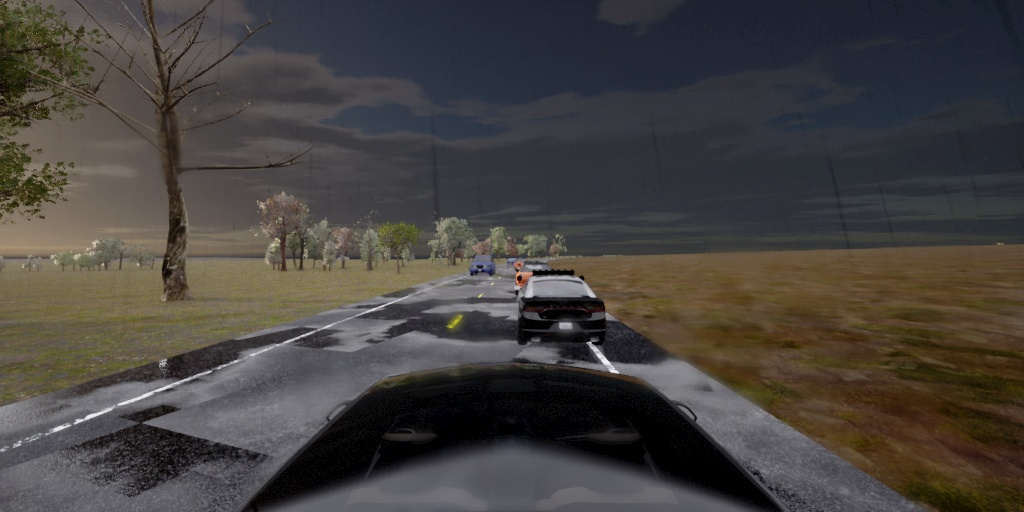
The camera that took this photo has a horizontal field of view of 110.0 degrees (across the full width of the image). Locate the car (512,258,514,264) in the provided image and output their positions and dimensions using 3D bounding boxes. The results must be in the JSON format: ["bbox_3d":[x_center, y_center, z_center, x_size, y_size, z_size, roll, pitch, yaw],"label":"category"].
[{"bbox_3d":[1.535,1.091,50.766,2.097,1.767,4.553,0,0,4],"label":"car"}]

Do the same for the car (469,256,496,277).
[{"bbox_3d":[-2.868,0.969,35.942,2.150,2.045,5.566,0,0,2],"label":"car"}]

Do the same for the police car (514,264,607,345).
[{"bbox_3d":[1.089,1.175,9.626,1.930,1.638,5.238,0,0,1],"label":"police car"}]

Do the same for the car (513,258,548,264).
[{"bbox_3d":[1.246,1.101,19.451,2.097,1.767,4.553,0,0,1],"label":"car"}]
